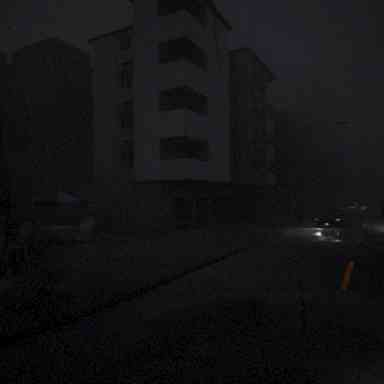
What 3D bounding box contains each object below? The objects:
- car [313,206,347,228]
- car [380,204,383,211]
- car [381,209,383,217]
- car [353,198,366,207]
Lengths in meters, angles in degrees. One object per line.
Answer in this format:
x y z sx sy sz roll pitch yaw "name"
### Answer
10.148 1.741 24.212 2.033 1.411 5.357 -1 -1 29 "car"
19.716 1.661 32.765 2.128 1.511 4.902 -1 -1 29 "car"
10.375 1.675 15.962 1.895 1.301 4.718 -1 -1 29 "car"
30.068 1.868 59.798 1.837 1.490 4.892 -1 0 29 "car"
